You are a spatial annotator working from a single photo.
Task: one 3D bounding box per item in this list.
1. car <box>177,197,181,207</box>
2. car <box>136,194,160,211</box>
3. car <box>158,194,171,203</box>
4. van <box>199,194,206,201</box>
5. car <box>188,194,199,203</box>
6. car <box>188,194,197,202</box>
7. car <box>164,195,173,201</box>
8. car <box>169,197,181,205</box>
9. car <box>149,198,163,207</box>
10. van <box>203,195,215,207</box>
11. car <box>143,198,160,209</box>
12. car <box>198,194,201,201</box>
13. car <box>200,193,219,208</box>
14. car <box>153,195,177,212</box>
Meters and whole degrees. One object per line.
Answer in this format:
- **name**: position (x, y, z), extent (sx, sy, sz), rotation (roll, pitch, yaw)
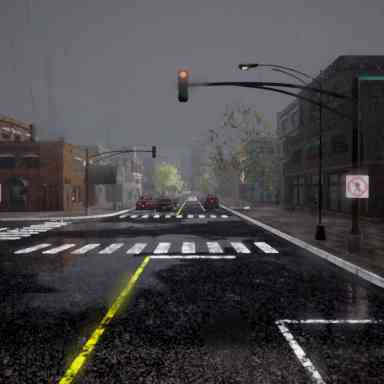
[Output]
- **car**: position (-3.076, 1.589, 48.658), extent (1.895, 1.301, 4.718), rotation (0, 0, 0)
- **car**: position (-5.676, 1.305, 41.348), extent (2.192, 1.841, 5.009), rotation (-1, 0, 0)
- **car**: position (-5.664, 1.297, 69.068), extent (2.192, 1.841, 5.009), rotation (-1, 0, 0)
- **van**: position (2.724, 1.317, 85.697), extent (1.690, 1.788, 3.998), rotation (-1, 0, 0)
- **car**: position (0.128, 1.508, 69.073), extent (1.812, 1.442, 4.674), rotation (0, 0, 0)
- **car**: position (0.035, 1.334, 79.211), extent (2.097, 1.767, 4.553), rotation (0, 0, 0)
- **car**: position (-5.657, 1.523, 80.156), extent (1.887, 1.381, 4.507), rotation (-1, 0, 0)
- **car**: position (-3.046, 1.549, 60.130), extent (1.994, 1.385, 4.181), rotation (0, 0, 0)
- **car**: position (-5.669, 1.569, 52.437), extent (1.802, 1.307, 4.206), rotation (-1, 0, 0)
- **van**: position (2.709, 1.328, 52.433), extent (1.690, 1.788, 3.998), rotation (-1, 0, 0)
- **car**: position (-5.672, 1.533, 46.892), extent (1.887, 1.381, 4.507), rotation (-1, 0, 0)
- **car**: position (2.716, 1.534, 63.521), extent (2.008, 1.369, 4.403), rotation (-1, 0, 0)
- **car**: position (2.707, 1.303, 46.889), extent (2.192, 1.841, 5.009), rotation (-1, 0, 0)
- **car**: position (-3.081, 1.469, 38.978), extent (1.882, 1.535, 5.008), rotation (0, 0, 0)
